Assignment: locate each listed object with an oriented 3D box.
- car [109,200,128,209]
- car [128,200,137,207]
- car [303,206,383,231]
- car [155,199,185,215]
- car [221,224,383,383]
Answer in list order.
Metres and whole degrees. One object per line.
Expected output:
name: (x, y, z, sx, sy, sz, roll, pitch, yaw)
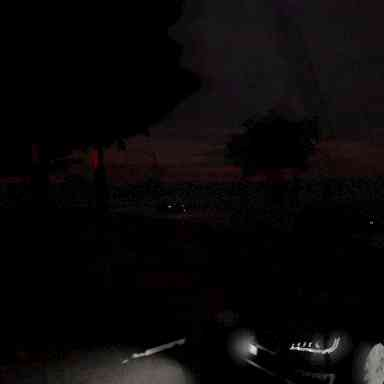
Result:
car: (-13.035, 2.165, 57.123, 1.812, 1.442, 4.674, -3, 0, -28)
car: (-12.034, 2.163, 62.987, 1.895, 1.301, 4.718, -3, 0, -28)
car: (8.994, 1.613, 19.786, 2.128, 1.511, 4.902, -3, 1, -33)
car: (-2.612, 1.655, 38.460, 2.097, 1.767, 4.553, -3, 1, -30)
car: (2.637, 1.503, 5.125, 4.892, 1.490, 1.837, 0, 0, -35)
